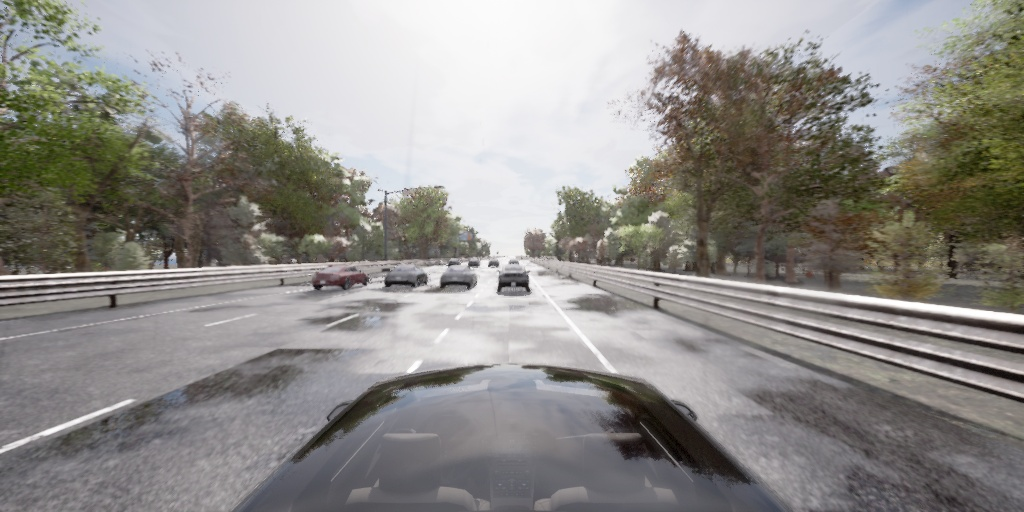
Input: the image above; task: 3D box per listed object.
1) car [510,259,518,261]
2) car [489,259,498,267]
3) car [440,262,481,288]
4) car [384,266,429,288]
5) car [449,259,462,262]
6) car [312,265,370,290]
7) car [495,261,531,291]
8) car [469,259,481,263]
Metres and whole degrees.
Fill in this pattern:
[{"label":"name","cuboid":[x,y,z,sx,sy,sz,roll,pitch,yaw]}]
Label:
[{"label":"car","cuboid":[0.293,1.260,65.070,1.837,1.490,4.892,0,0,0]},{"label":"car","cuboid":[-3.209,1.260,64.957,1.837,1.490,4.892,0,0,0]},{"label":"car","cuboid":[-3.406,1.312,23.451,1.994,1.385,4.181,0,0,0]},{"label":"car","cuboid":[-6.906,1.312,23.797,1.994,1.385,4.181,0,0,0]},{"label":"car","cuboid":[-10.213,1.260,64.405,1.837,1.490,4.892,0,0,0]},{"label":"car","cuboid":[-10.410,1.273,22.032,1.812,1.442,4.674,0,0,0]},{"label":"car","cuboid":[0.090,1.255,21.806,1.837,1.490,4.892,0,0,0]},{"label":"car","cuboid":[-6.712,1.260,64.605,1.837,1.490,4.892,0,0,0]}]
